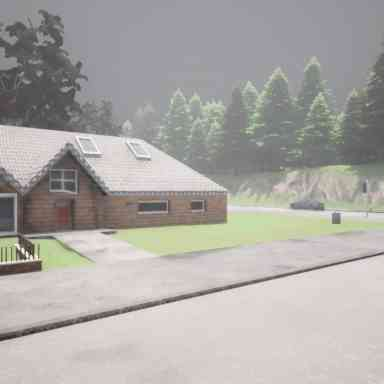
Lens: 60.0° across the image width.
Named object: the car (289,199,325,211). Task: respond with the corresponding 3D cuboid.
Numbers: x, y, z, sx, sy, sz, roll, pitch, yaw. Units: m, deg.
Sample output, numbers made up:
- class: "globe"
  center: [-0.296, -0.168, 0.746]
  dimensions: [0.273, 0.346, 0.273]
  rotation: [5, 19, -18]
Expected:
- class: "car"
  center: [14.014, 1.564, 40.644]
  dimensions: [1.994, 1.385, 4.181]
  rotation: [0, 0, -35]
